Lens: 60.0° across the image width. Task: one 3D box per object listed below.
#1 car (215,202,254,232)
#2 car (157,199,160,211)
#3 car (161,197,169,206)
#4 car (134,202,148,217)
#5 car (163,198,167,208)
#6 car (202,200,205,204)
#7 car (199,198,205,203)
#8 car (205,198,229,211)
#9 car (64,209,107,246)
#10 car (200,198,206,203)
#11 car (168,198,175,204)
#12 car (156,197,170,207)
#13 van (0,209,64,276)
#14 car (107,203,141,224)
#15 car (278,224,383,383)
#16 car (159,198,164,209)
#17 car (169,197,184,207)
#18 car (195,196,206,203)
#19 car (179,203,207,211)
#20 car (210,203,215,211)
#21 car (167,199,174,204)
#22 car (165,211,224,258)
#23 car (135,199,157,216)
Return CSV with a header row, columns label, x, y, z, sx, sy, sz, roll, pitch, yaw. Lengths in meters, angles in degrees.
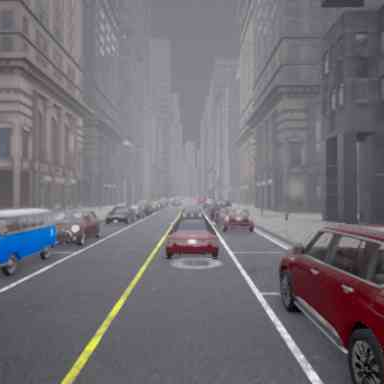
label,x,y,z,sx,sy,sz,roll,pitch,yaw
car,2.770,1.662,21.664,1.967,1.590,4.097,0,-1,0
car,-5.751,1.974,43.898,1.752,1.417,4.829,0,-1,0
car,-5.748,2.063,60.872,1.967,1.590,4.097,0,-1,0
car,-5.754,1.918,32.863,1.802,1.307,4.206,0,-1,0
car,-5.749,2.131,55.270,1.947,1.339,4.313,0,-1,0
car,2.774,2.002,44.070,2.008,1.369,4.403,0,-1,0
car,2.783,2.499,94.657,1.752,1.417,4.829,0,-1,0
car,2.773,1.651,32.868,2.192,1.841,5.009,0,-1,0
car,-5.756,1.604,16.061,1.967,1.590,4.097,0,-1,0
car,2.776,2.111,55.274,1.887,1.381,4.507,0,-1,0
car,-5.742,2.495,94.311,1.752,1.417,4.829,0,-1,0
car,-5.746,1.996,66.475,2.192,1.841,5.009,0,-1,0
van,-5.757,1.448,10.460,1.690,1.788,3.998,0,-1,0
car,-5.754,1.844,27.262,1.947,1.339,4.313,0,-1,0
car,2.768,1.366,4.859,2.192,1.841,5.009,0,-1,0
car,-5.750,2.059,49.668,2.008,1.369,4.403,0,-1,0
car,-3.007,2.172,65.312,1.837,1.490,4.892,0,-1,1
car,2.408,2.018,76.997,2.150,2.045,5.566,0,-1,0
car,0.023,1.890,28.256,1.895,1.301,4.718,0,-1,0
car,2.771,1.845,27.264,1.947,1.339,4.313,0,-1,0
car,-5.743,2.495,88.878,1.802,1.307,4.206,0,-1,0
car,0.025,1.703,13.501,1.994,1.385,4.181,0,0,1
car,-5.751,1.708,38.468,2.192,1.841,5.009,0,-1,0
